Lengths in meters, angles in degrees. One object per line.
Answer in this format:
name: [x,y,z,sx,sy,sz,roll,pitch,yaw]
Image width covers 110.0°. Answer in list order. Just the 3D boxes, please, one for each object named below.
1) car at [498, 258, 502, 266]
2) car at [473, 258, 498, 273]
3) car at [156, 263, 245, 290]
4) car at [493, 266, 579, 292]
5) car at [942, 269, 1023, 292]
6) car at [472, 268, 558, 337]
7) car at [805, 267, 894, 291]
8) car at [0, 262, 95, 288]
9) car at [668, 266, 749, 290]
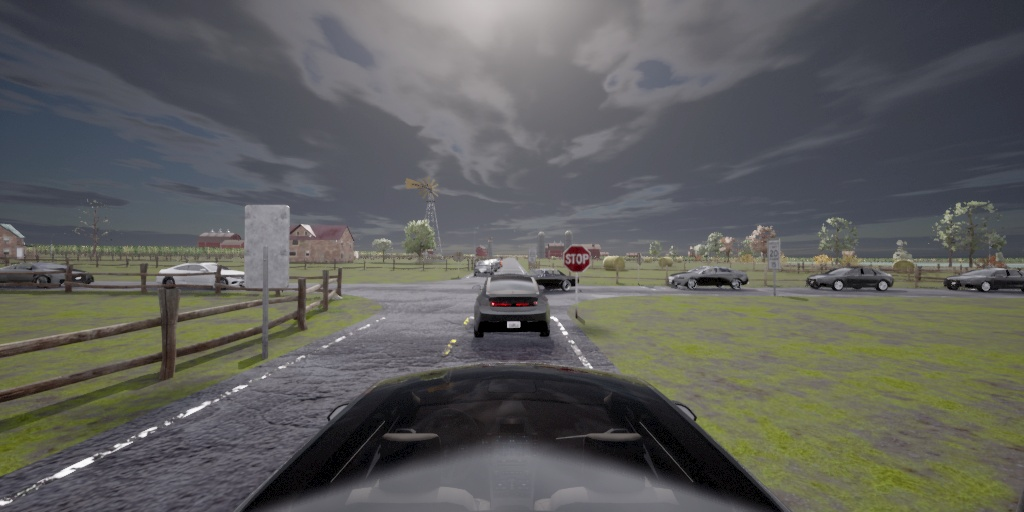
car: [-2.826,1.239,46.394,2.128,1.511,4.902,0,0,0]
car: [-2.838,1.241,36.948,2.128,1.511,4.902,0,0,0]
car: [-17.233,1.103,20.227,4.674,1.442,1.812,1,-1,-1]
car: [1.510,1.368,20.305,4.718,1.301,1.895,1,0,-35]
car: [31.715,1.586,23.807,4.892,1.490,1.837,1,-1,-1]
car: [-0.069,1.256,10.260,1.837,1.490,4.892,0,0,-3]
car: [22.212,1.498,23.692,4.892,1.490,1.837,1,-1,-1]
car: [-26.353,1.047,20.110,4.181,1.385,1.994,1,-1,-1]
car: [12.811,1.396,23.527,4.902,1.511,2.128,1,-1,-2]
